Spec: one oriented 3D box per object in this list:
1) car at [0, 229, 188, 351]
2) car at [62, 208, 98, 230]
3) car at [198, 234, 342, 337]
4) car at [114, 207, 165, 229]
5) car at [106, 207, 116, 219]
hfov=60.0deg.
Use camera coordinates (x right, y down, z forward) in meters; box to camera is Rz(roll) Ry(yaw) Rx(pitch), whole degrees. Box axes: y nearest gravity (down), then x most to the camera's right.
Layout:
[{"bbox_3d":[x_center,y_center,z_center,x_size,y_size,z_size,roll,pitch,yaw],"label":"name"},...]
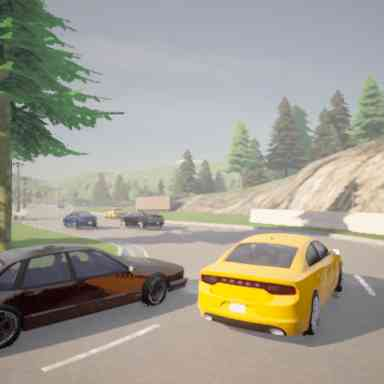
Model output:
[{"bbox_3d":[-2.573,1.755,6.604,5.357,1.411,2.033,1,-2,-43],"label":"car"},{"bbox_3d":[-9.596,2.373,28.499,1.812,1.442,4.674,0,-2,-38],"label":"car"},{"bbox_3d":[1.985,1.644,7.200,1.882,1.535,5.008,-1,-1,31],"label":"car"},{"bbox_3d":[-4.102,2.238,27.185,2.128,1.511,4.902,0,-2,-39],"label":"car"},{"bbox_3d":[-10.044,2.693,43.697,1.801,1.575,5.366,0,-2,-27],"label":"car"}]
